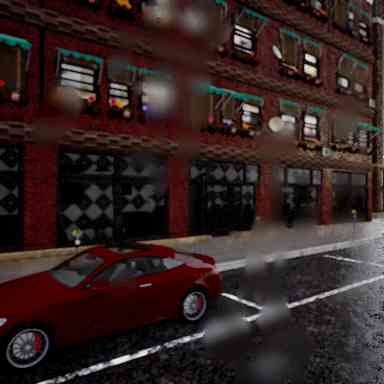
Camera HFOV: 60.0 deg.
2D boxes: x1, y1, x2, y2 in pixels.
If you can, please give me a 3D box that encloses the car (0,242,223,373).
[{"bbox_3d":[-1.358,1.570,5.578,4.206,1.307,1.802,0,1,-35],"label":"car"}]
